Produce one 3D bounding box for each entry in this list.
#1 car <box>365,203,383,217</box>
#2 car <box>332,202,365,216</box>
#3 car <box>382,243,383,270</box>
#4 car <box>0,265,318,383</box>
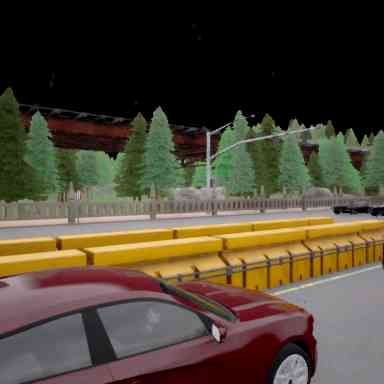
[{"bbox_3d":[17.759,1.601,29.551,4.718,1.301,1.895,0,0,-35],"label":"car"},{"bbox_3d":[15.714,1.601,32.392,4.718,1.301,1.895,0,0,-35],"label":"car"},{"bbox_3d":[6.953,1.478,8.731,5.008,1.535,1.882,0,0,-35],"label":"car"},{"bbox_3d":[-0.866,1.478,3.127,5.008,1.535,1.882,0,0,-35],"label":"car"}]
